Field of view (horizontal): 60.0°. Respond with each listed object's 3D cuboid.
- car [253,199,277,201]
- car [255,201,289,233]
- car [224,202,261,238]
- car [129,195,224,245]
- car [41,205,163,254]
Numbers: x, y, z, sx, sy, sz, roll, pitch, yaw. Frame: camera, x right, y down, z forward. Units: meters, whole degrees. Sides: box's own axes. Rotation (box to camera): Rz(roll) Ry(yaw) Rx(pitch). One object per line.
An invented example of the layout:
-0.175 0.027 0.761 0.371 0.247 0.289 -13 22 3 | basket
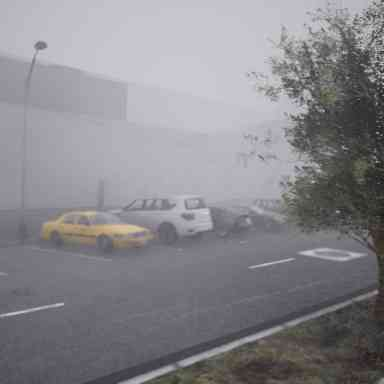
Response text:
5.638 1.210 20.619 4.553 1.767 2.185 -1 0 35 | car
3.223 1.417 18.861 4.674 1.452 2.002 -1 -1 35 | car
0.747 1.438 17.124 4.792 1.488 2.163 -1 0 35 | car
-1.699 1.188 15.384 5.566 2.045 2.435 -1 0 35 | car
-3.965 1.457 13.523 5.366 1.575 1.946 -1 -1 34 | car
